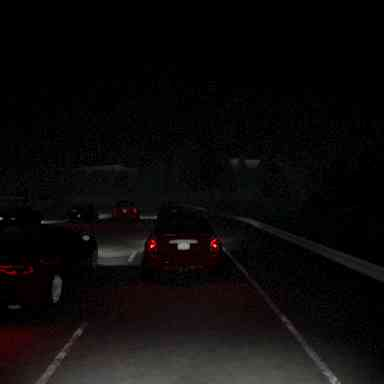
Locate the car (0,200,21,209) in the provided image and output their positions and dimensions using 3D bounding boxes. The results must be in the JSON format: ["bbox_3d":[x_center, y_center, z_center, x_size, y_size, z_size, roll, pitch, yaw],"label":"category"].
[{"bbox_3d":[-28.593,1.908,52.638,1.895,1.301,4.718,0,0,-15],"label":"car"}]

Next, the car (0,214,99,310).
[{"bbox_3d":[-3.681,1.524,7.996,1.882,1.535,5.008,0,0,-2],"label":"car"}]

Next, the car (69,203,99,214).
[{"bbox_3d":[-9.043,1.644,28.035,2.128,1.511,4.902,0,0,-8],"label":"car"}]

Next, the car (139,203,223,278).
[{"bbox_3d":[-0.306,1.405,10.531,2.097,1.767,4.553,0,0,-3],"label":"car"}]

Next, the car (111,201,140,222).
[{"bbox_3d":[-5.485,1.498,27.844,2.097,1.767,4.553,0,0,-8],"label":"car"}]

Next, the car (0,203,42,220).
[{"bbox_3d":[-11.830,1.679,22.645,2.033,1.411,5.357,0,0,-7],"label":"car"}]
